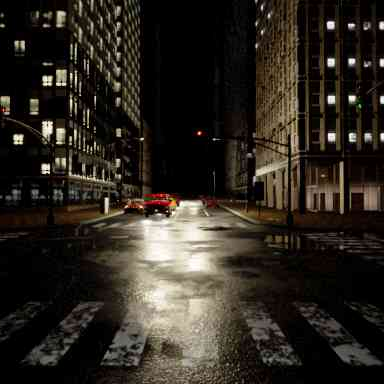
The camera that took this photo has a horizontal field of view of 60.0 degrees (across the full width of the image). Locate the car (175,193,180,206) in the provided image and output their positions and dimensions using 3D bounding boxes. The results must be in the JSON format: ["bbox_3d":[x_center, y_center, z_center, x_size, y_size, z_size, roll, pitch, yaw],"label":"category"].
[{"bbox_3d":[-3.019,1.241,52.051,2.150,2.045,5.566,0,0,0],"label":"car"}]

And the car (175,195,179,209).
[{"bbox_3d":[-3.040,1.493,41.552,1.882,1.535,5.008,0,0,0],"label":"car"}]

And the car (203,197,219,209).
[{"bbox_3d":[2.765,1.599,44.997,1.802,1.307,4.206,1,0,0],"label":"car"}]

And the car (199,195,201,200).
[{"bbox_3d":[2.789,1.590,61.730,1.947,1.339,4.313,1,0,0],"label":"car"}]

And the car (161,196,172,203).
[{"bbox_3d":[-5.575,1.573,72.822,1.887,1.381,4.507,1,0,0],"label":"car"}]

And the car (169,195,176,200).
[{"bbox_3d":[-5.545,1.605,95.123,1.947,1.339,4.313,1,0,0],"label":"car"}]

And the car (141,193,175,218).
[{"bbox_3d":[-3.051,1.233,31.125,2.150,2.045,5.566,0,0,0],"label":"car"}]

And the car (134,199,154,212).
[{"bbox_3d":[-5.623,1.597,39.371,1.802,1.307,4.206,1,0,0],"label":"car"}]

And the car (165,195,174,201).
[{"bbox_3d":[-5.560,1.578,83.972,1.887,1.381,4.507,1,0,0],"label":"car"}]

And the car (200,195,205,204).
[{"bbox_3d":[2.783,1.547,56.322,1.752,1.417,4.829,1,0,0],"label":"car"}]

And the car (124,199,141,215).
[{"bbox_3d":[-5.627,1.453,33.796,1.967,1.590,4.097,1,0,0],"label":"car"}]

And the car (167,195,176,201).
[{"bbox_3d":[-5.552,1.587,89.548,2.008,1.369,4.403,1,0,0],"label":"car"}]

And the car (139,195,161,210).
[{"bbox_3d":[-5.609,1.332,44.947,2.192,1.841,5.009,1,0,0],"label":"car"}]
